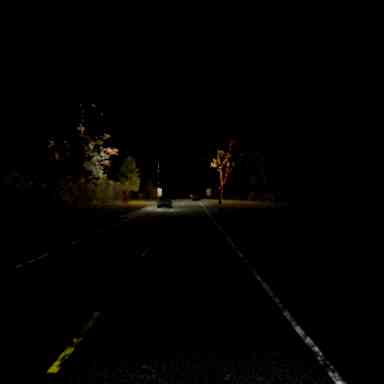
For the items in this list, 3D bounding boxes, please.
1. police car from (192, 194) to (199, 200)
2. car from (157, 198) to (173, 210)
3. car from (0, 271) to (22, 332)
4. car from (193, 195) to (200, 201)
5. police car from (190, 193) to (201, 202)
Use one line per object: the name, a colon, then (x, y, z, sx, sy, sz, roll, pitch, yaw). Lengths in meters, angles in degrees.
police car: (1.090, 1.436, 94.330, 1.930, 1.638, 5.238, 0, 0, 0)
car: (-3.581, 1.543, 44.455, 1.812, 1.442, 4.674, 0, 0, 0)
car: (-3.597, 1.549, 2.891, 2.033, 1.411, 5.357, 0, 0, 0)
car: (1.075, 1.519, 88.220, 1.837, 1.490, 4.892, 0, 0, 0)
police car: (1.063, 1.441, 78.336, 1.930, 1.638, 5.238, 0, 0, 0)
